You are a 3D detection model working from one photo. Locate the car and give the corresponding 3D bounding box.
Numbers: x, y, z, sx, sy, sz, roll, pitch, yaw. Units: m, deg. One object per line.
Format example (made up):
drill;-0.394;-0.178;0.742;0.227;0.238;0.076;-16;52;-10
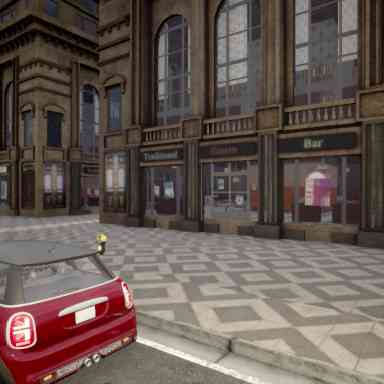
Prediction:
car;-2.807;1.440;4.967;4.097;1.590;1.967;0;0;36
